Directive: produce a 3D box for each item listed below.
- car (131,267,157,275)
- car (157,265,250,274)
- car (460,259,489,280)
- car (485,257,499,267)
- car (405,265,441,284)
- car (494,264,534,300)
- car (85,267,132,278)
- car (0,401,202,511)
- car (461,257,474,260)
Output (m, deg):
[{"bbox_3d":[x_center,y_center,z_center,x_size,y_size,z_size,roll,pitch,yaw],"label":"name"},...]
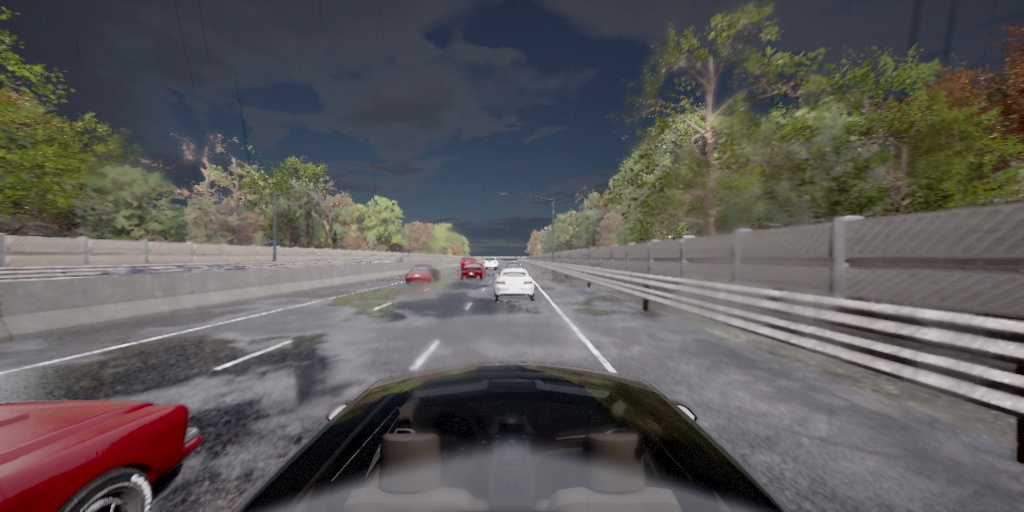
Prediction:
[{"bbox_3d":[-21.075,1.380,23.013,1.994,1.385,4.181,0,0,0],"label":"car"},{"bbox_3d":[-17.581,1.303,21.447,2.128,1.511,4.902,0,0,0],"label":"car"},{"bbox_3d":[-3.387,1.323,32.249,1.882,1.535,5.008,0,0,0],"label":"car"},{"bbox_3d":[-3.375,1.169,57.256,2.150,2.045,5.566,0,0,0],"label":"car"},{"bbox_3d":[-6.889,1.396,28.146,1.994,1.385,4.181,0,0,0],"label":"car"},{"bbox_3d":[0.110,1.324,17.930,1.812,1.442,4.674,0,0,0],"label":"car"},{"bbox_3d":[-24.574,1.380,22.991,1.994,1.385,4.181,0,0,0],"label":"car"},{"bbox_3d":[-3.404,1.348,0.678,1.895,1.301,4.718,0,0,0],"label":"car"},{"bbox_3d":[-6.874,1.168,56.826,2.150,2.045,5.566,0,0,0],"label":"car"}]
